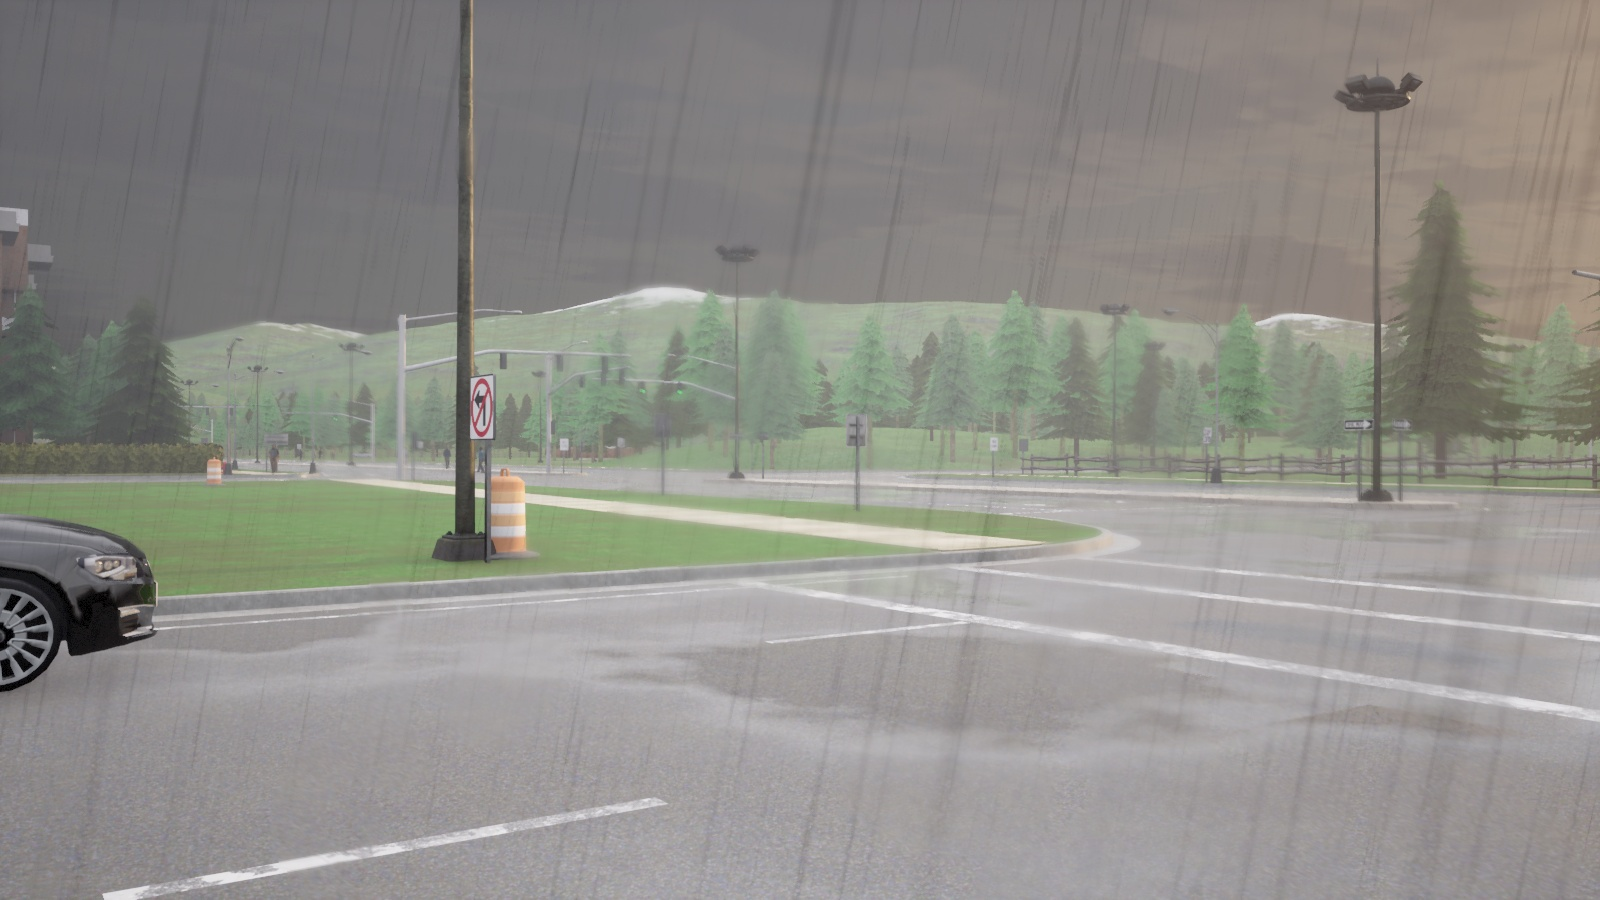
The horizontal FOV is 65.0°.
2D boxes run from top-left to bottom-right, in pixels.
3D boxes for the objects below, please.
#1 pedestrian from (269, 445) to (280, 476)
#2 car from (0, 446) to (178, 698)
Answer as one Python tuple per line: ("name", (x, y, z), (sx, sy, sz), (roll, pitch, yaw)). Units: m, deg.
("pedestrian", (-31.847, 0.637, 76.059), (0.540, 1.848, 0.694), (0, 0, -27))
("car", (-6.632, 0.732, 7.573), (4.902, 1.511, 2.128), (0, 0, -35))
